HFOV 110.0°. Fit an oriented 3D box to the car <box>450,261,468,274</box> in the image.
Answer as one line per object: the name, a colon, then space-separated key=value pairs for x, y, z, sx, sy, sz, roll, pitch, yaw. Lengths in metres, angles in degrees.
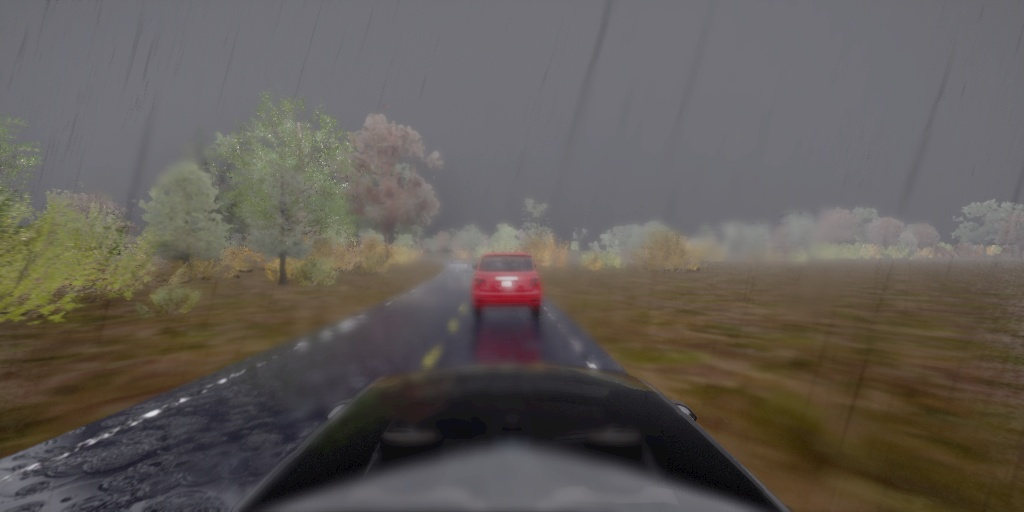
car: x=-5.343 y=1.144 z=36.965 sx=1.895 sy=1.301 sz=4.718 roll=0 pitch=0 yaw=-7

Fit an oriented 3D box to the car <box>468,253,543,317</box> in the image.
car: x=-0.195 y=0.903 z=12.963 sx=2.150 sy=2.045 sz=5.566 roll=0 pitch=0 yaw=-2
